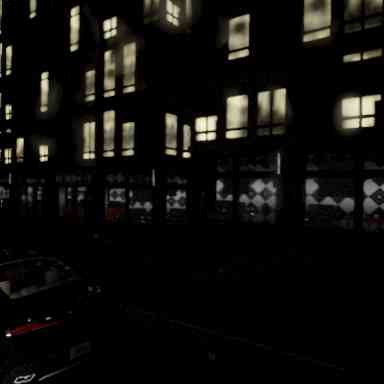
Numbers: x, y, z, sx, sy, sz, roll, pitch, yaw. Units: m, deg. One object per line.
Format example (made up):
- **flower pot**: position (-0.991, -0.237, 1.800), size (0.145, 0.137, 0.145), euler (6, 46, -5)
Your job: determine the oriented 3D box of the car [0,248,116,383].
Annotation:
- **car**: position (-3.042, 1.548, 5.029), size (4.403, 1.369, 2.008), euler (0, 1, 36)
